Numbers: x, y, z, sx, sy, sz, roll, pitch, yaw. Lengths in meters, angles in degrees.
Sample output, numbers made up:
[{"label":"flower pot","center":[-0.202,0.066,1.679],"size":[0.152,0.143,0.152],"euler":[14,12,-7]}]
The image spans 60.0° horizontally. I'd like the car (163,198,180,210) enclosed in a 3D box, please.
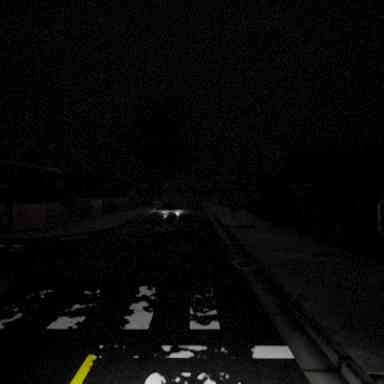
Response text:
[{"label":"car","center":[-2.600,1.525,42.965],"size":[1.882,1.535,5.008],"euler":[0,0,0]}]
